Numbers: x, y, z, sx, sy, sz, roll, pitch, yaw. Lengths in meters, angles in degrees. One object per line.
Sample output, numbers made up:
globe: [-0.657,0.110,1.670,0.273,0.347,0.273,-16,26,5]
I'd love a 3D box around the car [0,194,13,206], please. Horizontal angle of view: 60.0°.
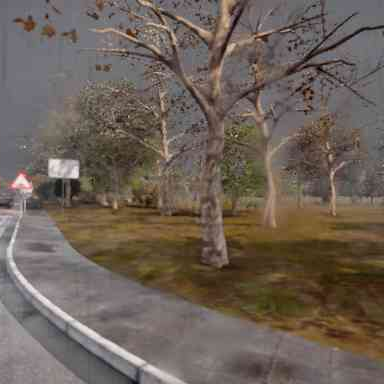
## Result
car: [-25.137,1.166,43.824,1.994,1.385,4.181,0,1,-26]
